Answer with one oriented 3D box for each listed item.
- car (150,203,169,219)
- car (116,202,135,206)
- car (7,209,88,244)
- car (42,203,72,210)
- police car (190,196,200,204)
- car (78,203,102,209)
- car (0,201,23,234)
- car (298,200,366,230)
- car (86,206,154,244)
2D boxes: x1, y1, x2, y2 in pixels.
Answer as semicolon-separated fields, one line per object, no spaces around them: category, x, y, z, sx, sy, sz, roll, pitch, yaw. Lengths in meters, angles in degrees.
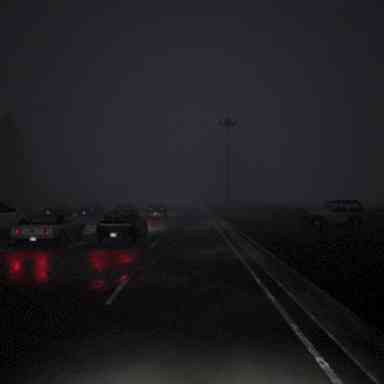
car;-3.397;1.827;33.308;2.128;1.511;4.902;0;-1;0
car;-6.899;1.829;34.902;1.882;1.535;5.008;0;-1;0
car;-6.899;1.770;16.662;1.895;1.301;4.718;0;-1;0
car;-13.912;1.873;34.404;1.812;1.442;4.674;0;-1;0
police car;1.055;2.299;87.004;1.930;1.638;5.238;0;-1;0
car;-10.412;1.872;34.365;1.812;1.442;4.674;0;-1;0
car;-10.399;1.389;16.593;2.150;2.045;5.566;0;-1;0
car;8.922;1.426;21.103;3.866;1.878;1.905;0;-1;0
car;-3.398;1.661;16.763;2.128;1.511;4.902;0;-1;0
